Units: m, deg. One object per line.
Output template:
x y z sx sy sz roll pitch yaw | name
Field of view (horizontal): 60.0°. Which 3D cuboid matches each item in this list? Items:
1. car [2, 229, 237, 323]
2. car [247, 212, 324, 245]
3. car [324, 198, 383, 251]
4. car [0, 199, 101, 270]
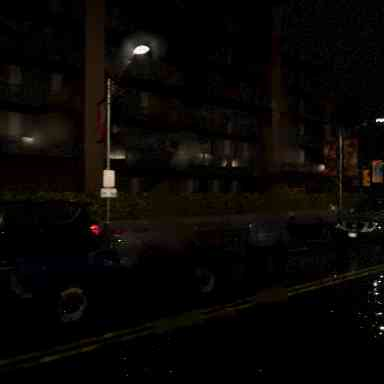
-1.332 1.618 7.342 4.718 1.301 1.895 0 0 -36 | car
4.909 1.675 16.115 4.718 1.301 1.895 0 0 -36 | car
8.350 1.307 14.276 5.566 2.045 2.150 1 0 -36 | car
-5.237 1.225 8.855 5.566 2.045 2.150 0 0 -35 | car
